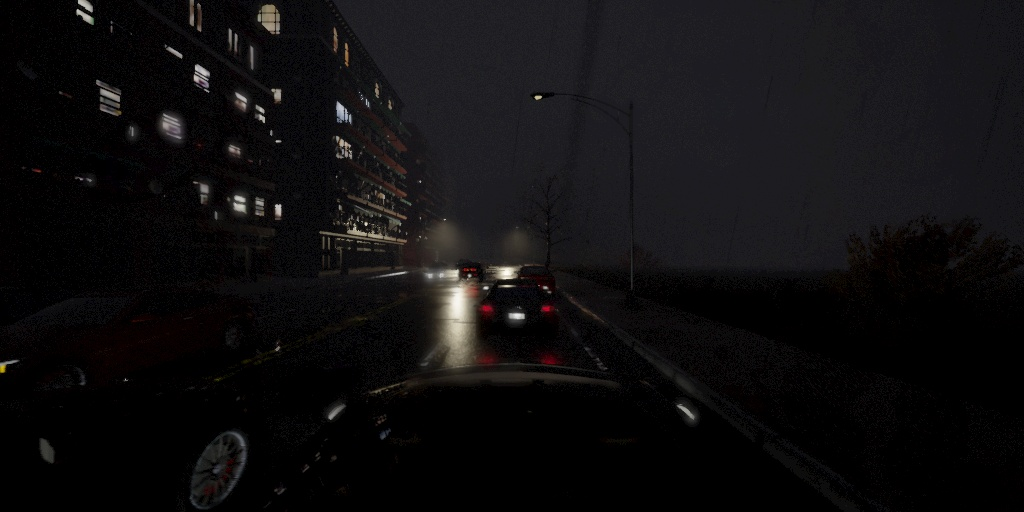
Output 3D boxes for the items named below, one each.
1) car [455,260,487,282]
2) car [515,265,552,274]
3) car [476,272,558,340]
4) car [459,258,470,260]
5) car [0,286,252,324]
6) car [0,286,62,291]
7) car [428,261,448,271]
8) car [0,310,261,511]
[{"bbox_3d":[-3.126,1.253,28.850,1.837,1.490,4.892,0,-1,0],"label":"car"},{"bbox_3d":[1.152,1.230,18.930,1.882,1.535,5.008,0,0,0],"label":"car"},{"bbox_3d":[0.109,1.315,10.010,1.994,1.385,4.181,0,0,0],"label":"car"},{"bbox_3d":[-6.553,1.103,49.378,2.097,1.767,4.553,0,0,0],"label":"car"},{"bbox_3d":[-6.611,1.276,6.097,1.812,1.442,4.674,0,0,0],"label":"car"},{"bbox_3d":[-9.847,1.298,6.798,2.033,1.411,5.357,0,0,0],"label":"car"},{"bbox_3d":[-9.807,1.352,47.894,1.895,1.301,4.718,0,0,0],"label":"car"},{"bbox_3d":[-3.154,1.276,1.240,1.812,1.442,4.674,0,0,0],"label":"car"}]
